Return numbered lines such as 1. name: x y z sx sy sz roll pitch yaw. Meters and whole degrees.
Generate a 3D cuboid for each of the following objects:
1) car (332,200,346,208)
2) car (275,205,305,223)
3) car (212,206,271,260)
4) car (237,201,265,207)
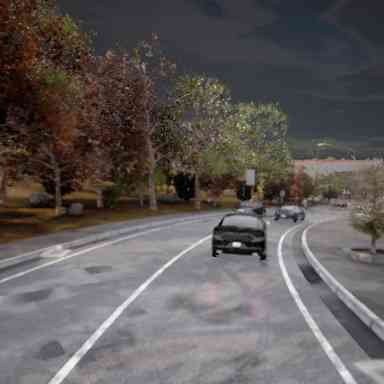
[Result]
1. car: 28.597 2.377 64.391 1.882 1.535 5.008 4 1 35
2. car: 8.669 1.850 29.266 1.812 1.442 4.674 3 1 30
3. car: 2.021 1.559 13.109 1.882 1.535 5.008 1 0 13
4. car: 5.453 1.612 31.150 2.128 1.511 4.902 4 1 31
